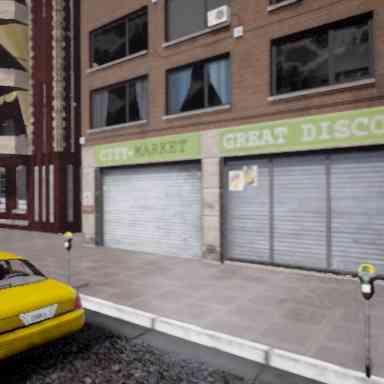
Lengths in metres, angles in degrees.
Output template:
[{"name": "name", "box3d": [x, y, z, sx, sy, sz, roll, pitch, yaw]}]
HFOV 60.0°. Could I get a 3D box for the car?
[{"name": "car", "box3d": [-3.838, 1.555, 5.607, 4.829, 1.417, 1.752, 0, 0, 35]}]
